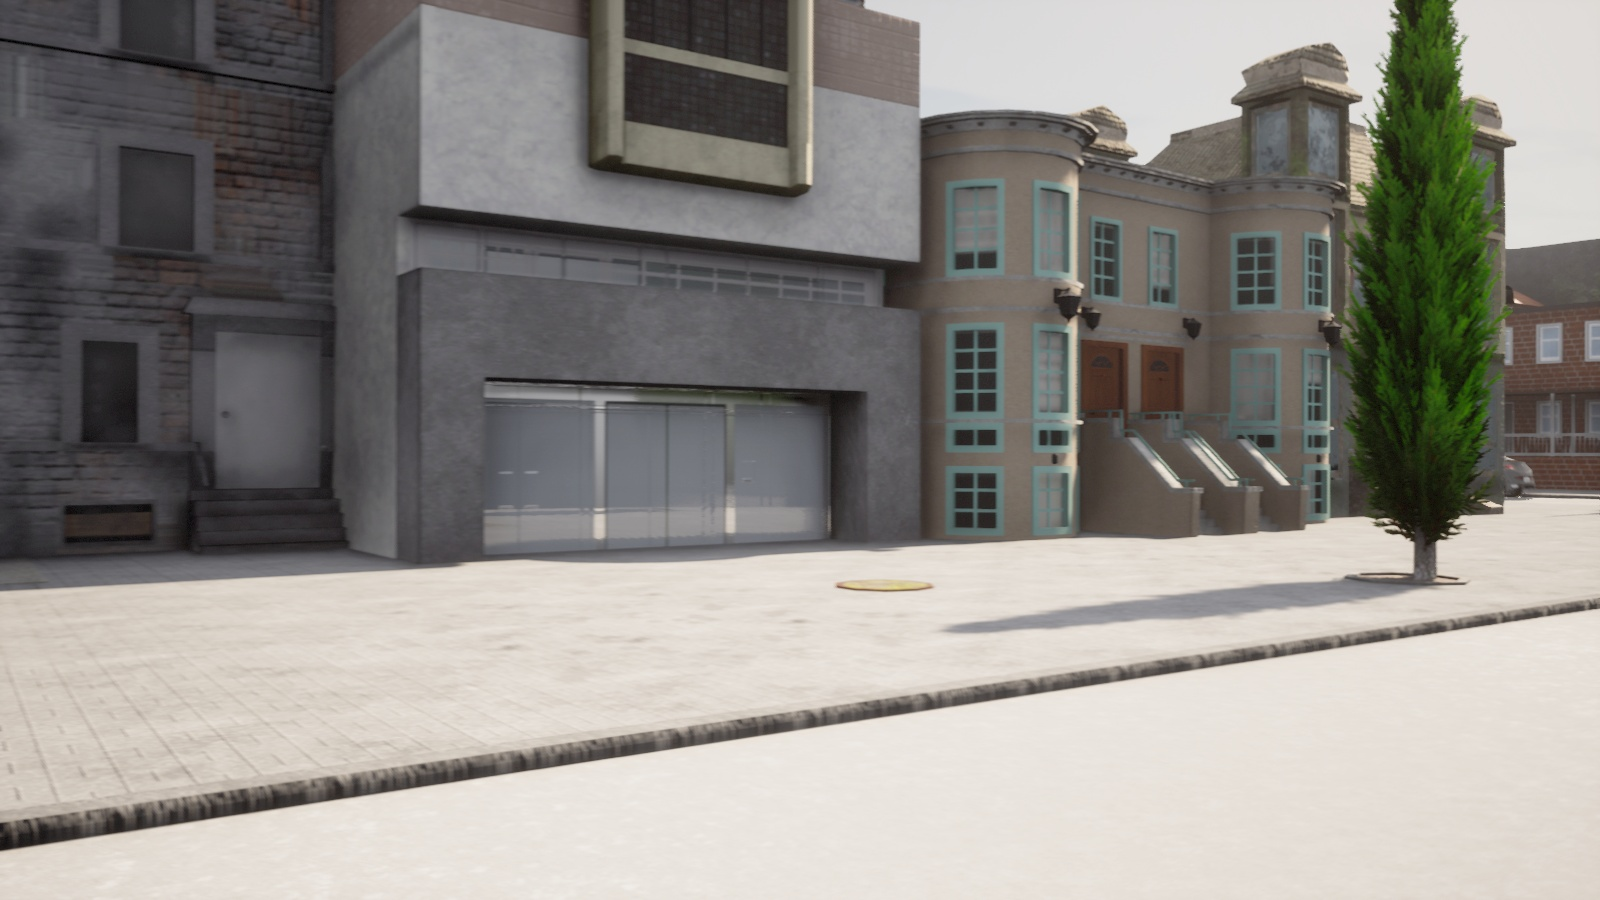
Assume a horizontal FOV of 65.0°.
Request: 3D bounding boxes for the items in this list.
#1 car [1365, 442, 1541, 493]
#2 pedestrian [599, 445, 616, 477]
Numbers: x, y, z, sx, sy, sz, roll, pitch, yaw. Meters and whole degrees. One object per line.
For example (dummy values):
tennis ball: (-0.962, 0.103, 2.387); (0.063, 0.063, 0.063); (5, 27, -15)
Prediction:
car: (22.744, 0.583, 43.906); (2.152, 1.651, 5.027); (0, 0, -35)
pedestrian: (-11.551, 0.664, 75.408); (0.659, 1.952, 0.873); (0, 0, -38)
